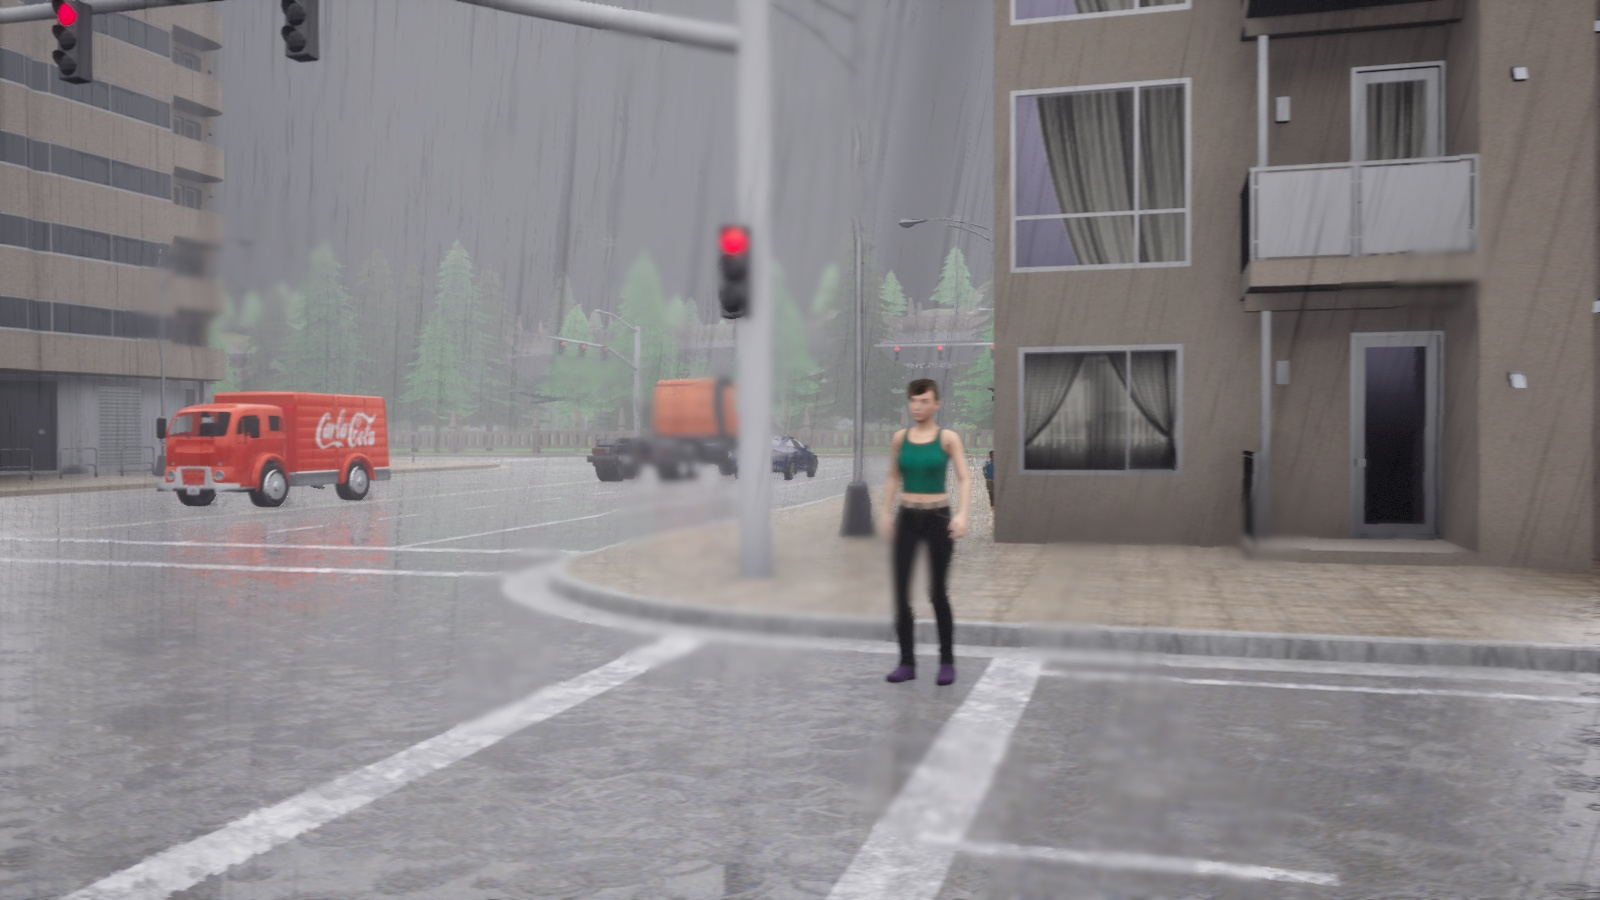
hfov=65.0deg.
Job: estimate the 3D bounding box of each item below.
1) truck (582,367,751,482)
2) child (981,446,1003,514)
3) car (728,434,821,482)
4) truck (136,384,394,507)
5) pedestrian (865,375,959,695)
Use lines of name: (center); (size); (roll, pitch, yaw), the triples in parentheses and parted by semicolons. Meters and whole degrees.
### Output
truck: (-4.229, -0.815, 41.839); (2.891, 3.462, 7.936); (0, 1, 15)
child: (3.442, 0.534, 22.492); (0.343, 1.192, 0.448); (0, 1, 14)
car: (-0.758, 0.216, 41.292); (1.812, 1.442, 4.674); (0, 1, 15)
truck: (-11.680, -0.135, 27.943); (2.627, 2.467, 5.204); (0, 1, 15)
pedestrian: (0.680, 0.482, 7.546); (0.345, 1.836, 0.594); (1, 1, 28)
